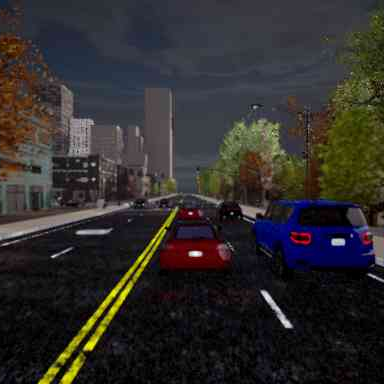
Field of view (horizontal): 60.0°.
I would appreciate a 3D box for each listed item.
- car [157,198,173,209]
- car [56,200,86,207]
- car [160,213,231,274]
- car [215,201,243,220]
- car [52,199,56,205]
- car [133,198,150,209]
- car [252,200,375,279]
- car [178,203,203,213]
[{"bbox_3d":[-3.836,1.633,47.996,1.837,1.490,4.892,0,-1,-1],"label":"car"},{"bbox_3d":[-20.687,1.971,57.947,4.313,1.339,1.947,-1,1,-1],"label":"car"},{"bbox_3d":[0.083,1.591,10.701,1.994,1.385,4.181,0,0,0],"label":"car"},{"bbox_3d":[3.100,1.551,28.528,1.882,1.535,5.008,0,0,-1],"label":"car"},{"bbox_3d":[-29.158,1.991,66.321,4.403,1.369,2.008,-1,1,-1],"label":"car"},{"bbox_3d":[-7.079,1.630,46.919,1.837,1.490,4.892,0,-1,0],"label":"car"},{"bbox_3d":[3.337,1.248,10.291,2.150,2.045,5.566,0,0,0],"label":"car"},{"bbox_3d":[-0.138,1.635,27.732,1.994,1.385,4.181,0,0,-1],"label":"car"}]
